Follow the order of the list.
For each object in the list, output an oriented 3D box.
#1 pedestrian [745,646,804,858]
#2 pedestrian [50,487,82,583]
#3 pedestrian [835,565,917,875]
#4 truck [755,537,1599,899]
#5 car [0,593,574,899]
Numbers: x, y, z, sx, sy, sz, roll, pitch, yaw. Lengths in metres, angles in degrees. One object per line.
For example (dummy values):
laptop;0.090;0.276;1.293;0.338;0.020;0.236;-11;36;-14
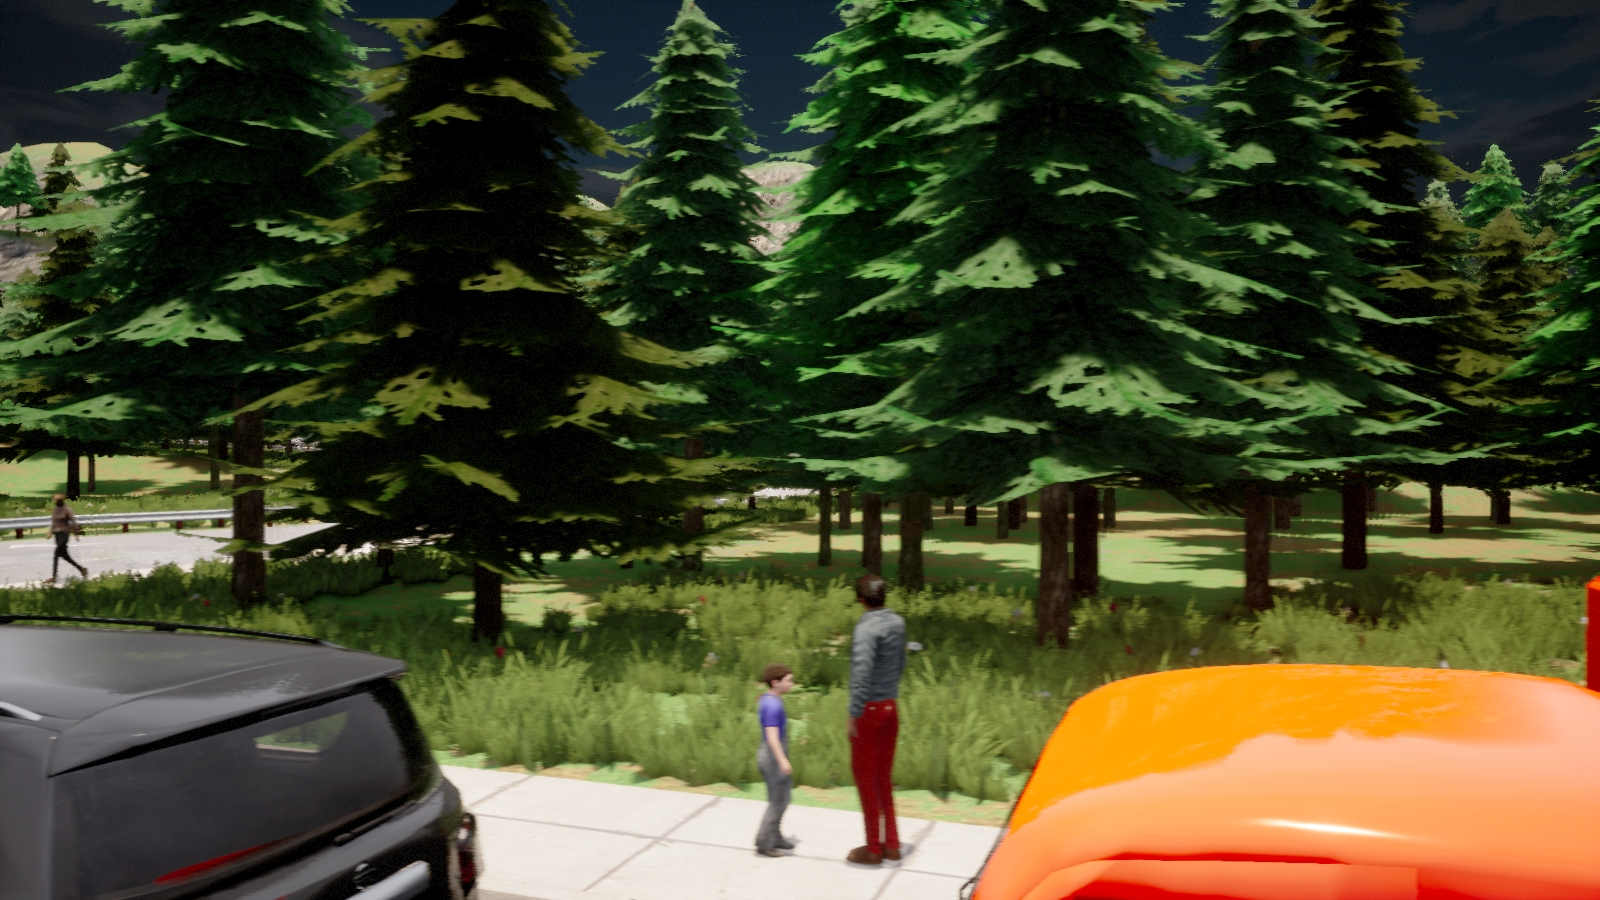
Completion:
pedestrian;-0.165;1.974;7.540;0.375;1.300;0.375;0;0;0
pedestrian;-14.503;1.671;22.576;0.375;1.860;0.375;0;0;18
pedestrian;0.488;1.695;7.318;0.375;1.860;0.375;0;0;41
truck;2.816;1.568;2.292;5.204;2.467;2.627;0;0;20
car;-3.943;1.780;4.788;5.566;2.045;2.150;0;0;20
